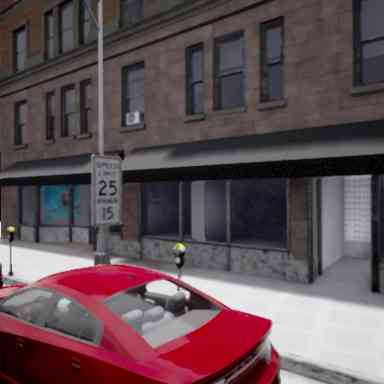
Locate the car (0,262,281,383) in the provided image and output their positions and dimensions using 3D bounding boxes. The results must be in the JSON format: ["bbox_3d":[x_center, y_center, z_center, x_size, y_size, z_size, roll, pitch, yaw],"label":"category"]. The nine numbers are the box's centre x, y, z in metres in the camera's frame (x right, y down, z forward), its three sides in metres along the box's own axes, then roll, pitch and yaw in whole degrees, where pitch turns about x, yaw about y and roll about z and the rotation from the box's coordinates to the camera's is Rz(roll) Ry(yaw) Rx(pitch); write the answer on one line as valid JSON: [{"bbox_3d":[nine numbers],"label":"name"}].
[{"bbox_3d":[-1.256,1.575,3.974,4.507,1.381,1.887,-1,0,35],"label":"car"}]
